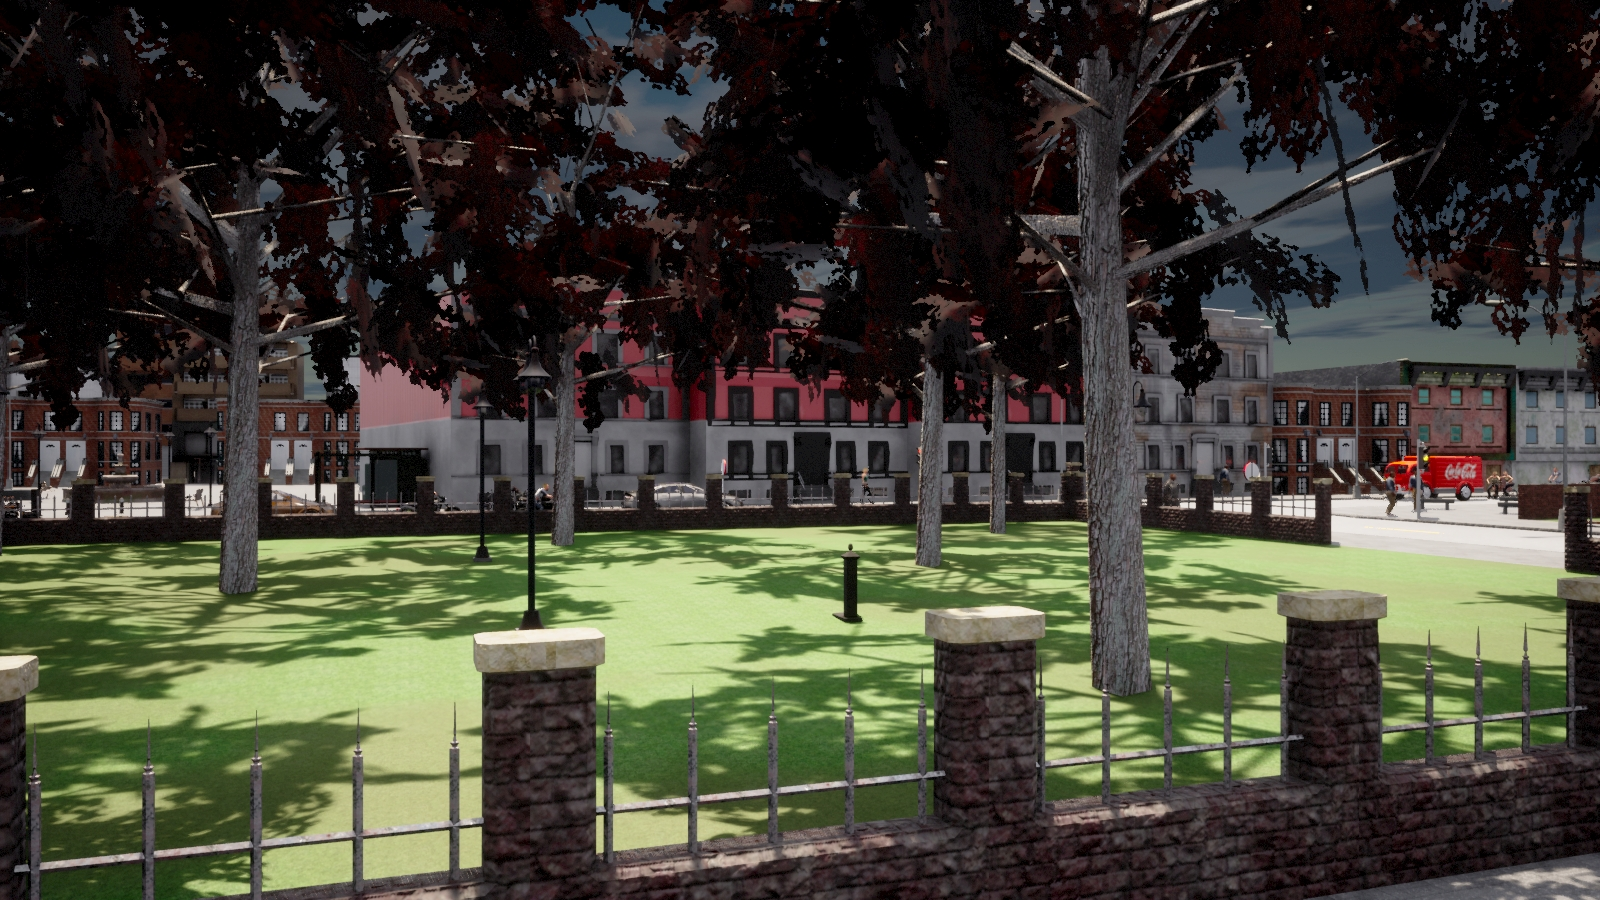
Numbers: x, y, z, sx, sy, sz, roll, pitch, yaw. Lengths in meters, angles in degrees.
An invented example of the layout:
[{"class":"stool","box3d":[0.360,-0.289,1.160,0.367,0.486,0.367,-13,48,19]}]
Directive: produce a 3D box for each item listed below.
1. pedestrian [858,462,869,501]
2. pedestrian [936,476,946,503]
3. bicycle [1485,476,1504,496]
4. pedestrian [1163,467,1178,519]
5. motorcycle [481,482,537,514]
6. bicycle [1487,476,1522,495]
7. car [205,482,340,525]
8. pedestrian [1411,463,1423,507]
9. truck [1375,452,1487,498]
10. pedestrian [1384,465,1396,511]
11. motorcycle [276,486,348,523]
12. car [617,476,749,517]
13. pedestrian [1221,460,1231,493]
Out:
[{"class":"pedestrian","box3d":[3.059,1.524,54.829,0.375,1.860,0.375,0,0,30]},{"class":"pedestrian","box3d":[6.824,1.909,55.210,0.375,1.300,0.375,0,0,-17]},{"class":"bicycle","box3d":[39.299,2.036,64.656,0.859,1.080,1.487,0,0,35]},{"class":"pedestrian","box3d":[13.172,1.525,40.616,0.375,1.860,0.375,0,0,-20]},{"class":"motorcycle","box3d":[-12.088,1.985,47.427,2.209,1.251,0.867,0,0,-19]},{"class":"bicycle","box3d":[40.458,2.036,65.608,1.487,1.080,0.859,0,0,1]},{"class":"car","box3d":[-18.776,1.899,40.895,4.181,1.385,1.994,0,0,-18]},{"class":"pedestrian","box3d":[26.736,1.517,49.519,0.375,1.860,0.375,0,0,14]},{"class":"truck","box3d":[35.004,1.348,63.458,5.204,2.467,2.627,0,0,-19]},{"class":"pedestrian","box3d":[23.728,1.518,45.960,0.375,1.860,0.375,0,0,34]},{"class":"motorcycle","box3d":[-17.611,1.950,41.298,2.356,1.277,0.764,0,0,-19]},{"class":"car","box3d":[-4.677,1.827,45.707,4.902,1.511,2.128,0,0,-19]},{"class":"pedestrian","box3d":[24.245,1.523,65.081,0.375,1.860,0.375,0,0,-19]}]
